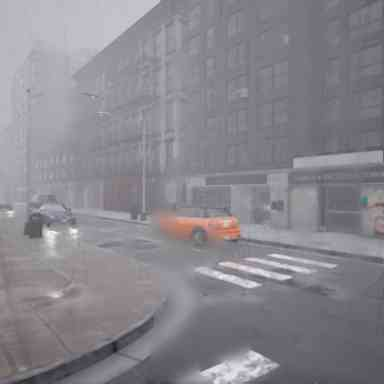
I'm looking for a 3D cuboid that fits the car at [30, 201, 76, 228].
[{"bbox_3d":[-9.617,1.576,23.219,1.812,1.442,4.674,0,0,-38],"label":"car"}]

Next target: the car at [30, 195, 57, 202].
[{"bbox_3d":[-16.827,1.295,37.298,2.150,2.045,5.566,0,0,-38],"label":"car"}]

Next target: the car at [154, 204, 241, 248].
[{"bbox_3d":[0.104,1.397,15.530,2.097,1.767,4.553,0,0,-38],"label":"car"}]

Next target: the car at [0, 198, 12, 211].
[{"bbox_3d":[-23.946,1.557,41.789,1.882,1.535,5.008,0,0,-38],"label":"car"}]
